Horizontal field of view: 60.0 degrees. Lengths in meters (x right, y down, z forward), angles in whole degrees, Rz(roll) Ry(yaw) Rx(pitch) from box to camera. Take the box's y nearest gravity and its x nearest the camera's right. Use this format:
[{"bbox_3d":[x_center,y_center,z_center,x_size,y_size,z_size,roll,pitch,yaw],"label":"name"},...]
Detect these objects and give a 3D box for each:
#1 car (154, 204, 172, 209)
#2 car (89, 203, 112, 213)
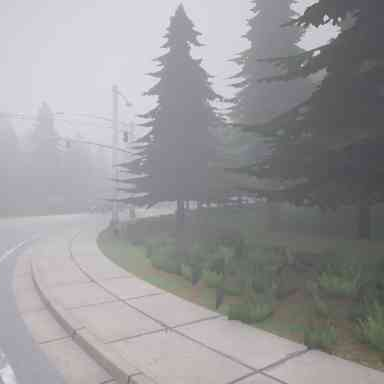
[{"bbox_3d":[-4.495,1.526,45.422,1.812,1.442,4.674,0,0,29],"label":"car"},{"bbox_3d":[-9.140,1.491,36.517,2.128,1.511,4.902,0,0,27],"label":"car"}]
